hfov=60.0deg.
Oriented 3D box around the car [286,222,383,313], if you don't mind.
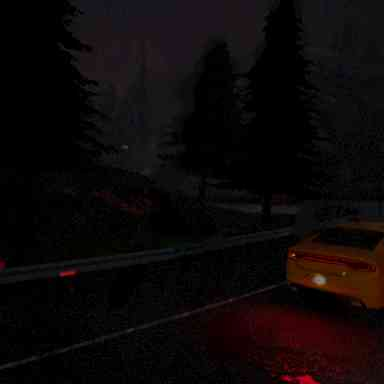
[{"bbox_3d":[4.109,1.411,7.496,5.008,1.535,1.882,0,0,-41],"label":"car"}]
